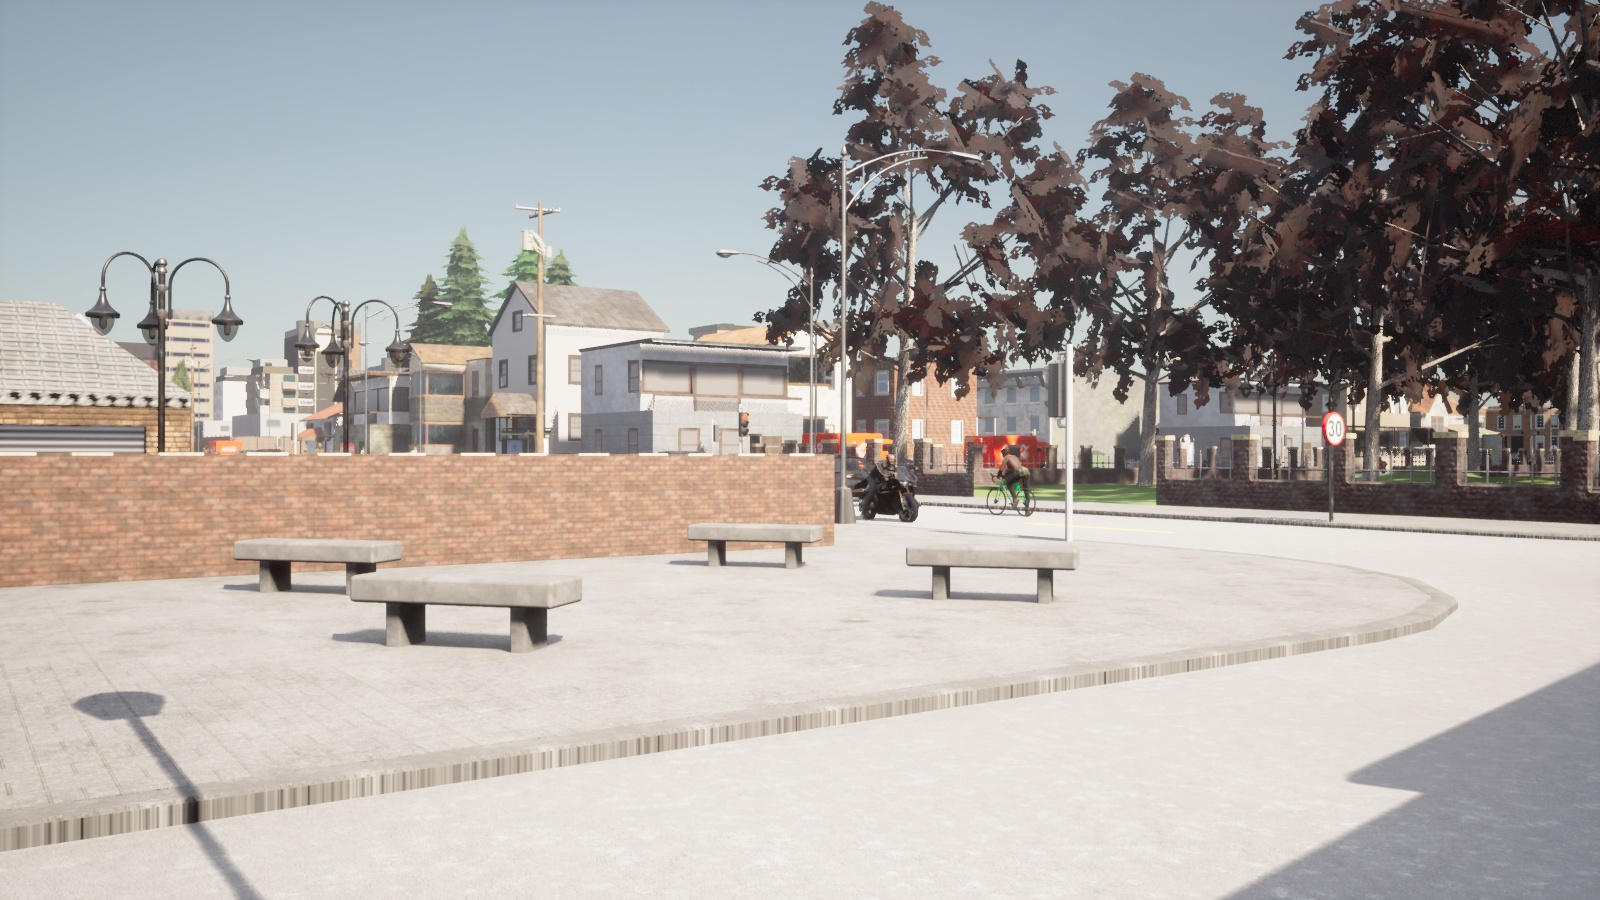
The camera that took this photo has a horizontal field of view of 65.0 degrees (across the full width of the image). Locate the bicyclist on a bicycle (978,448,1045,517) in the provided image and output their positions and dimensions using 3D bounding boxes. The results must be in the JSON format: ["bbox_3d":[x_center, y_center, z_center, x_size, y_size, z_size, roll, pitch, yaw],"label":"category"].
[{"bbox_3d":[5.038,0.760,30.000,0.582,1.620,1.656,0,0,-35],"label":"bicyclist on a bicycle"}]

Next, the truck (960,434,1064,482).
[{"bbox_3d":[11.362,0.398,67.218,5.204,2.467,2.627,0,0,-38],"label":"truck"}]

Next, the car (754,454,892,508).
[{"bbox_3d":[0.603,0.846,36.427,1.816,1.474,4.193,0,0,-36],"label":"car"}]

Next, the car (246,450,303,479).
[{"bbox_3d":[-31.909,0.841,76.156,2.242,1.667,4.611,0,0,-35],"label":"car"}]

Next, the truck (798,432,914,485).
[{"bbox_3d":[2.737,0.399,61.152,5.204,2.467,2.627,0,0,-39],"label":"truck"}]

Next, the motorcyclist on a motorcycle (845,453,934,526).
[{"bbox_3d":[1.953,0.843,27.746,0.866,1.530,2.191,0,0,-31],"label":"motorcyclist on a motorcycle"}]
